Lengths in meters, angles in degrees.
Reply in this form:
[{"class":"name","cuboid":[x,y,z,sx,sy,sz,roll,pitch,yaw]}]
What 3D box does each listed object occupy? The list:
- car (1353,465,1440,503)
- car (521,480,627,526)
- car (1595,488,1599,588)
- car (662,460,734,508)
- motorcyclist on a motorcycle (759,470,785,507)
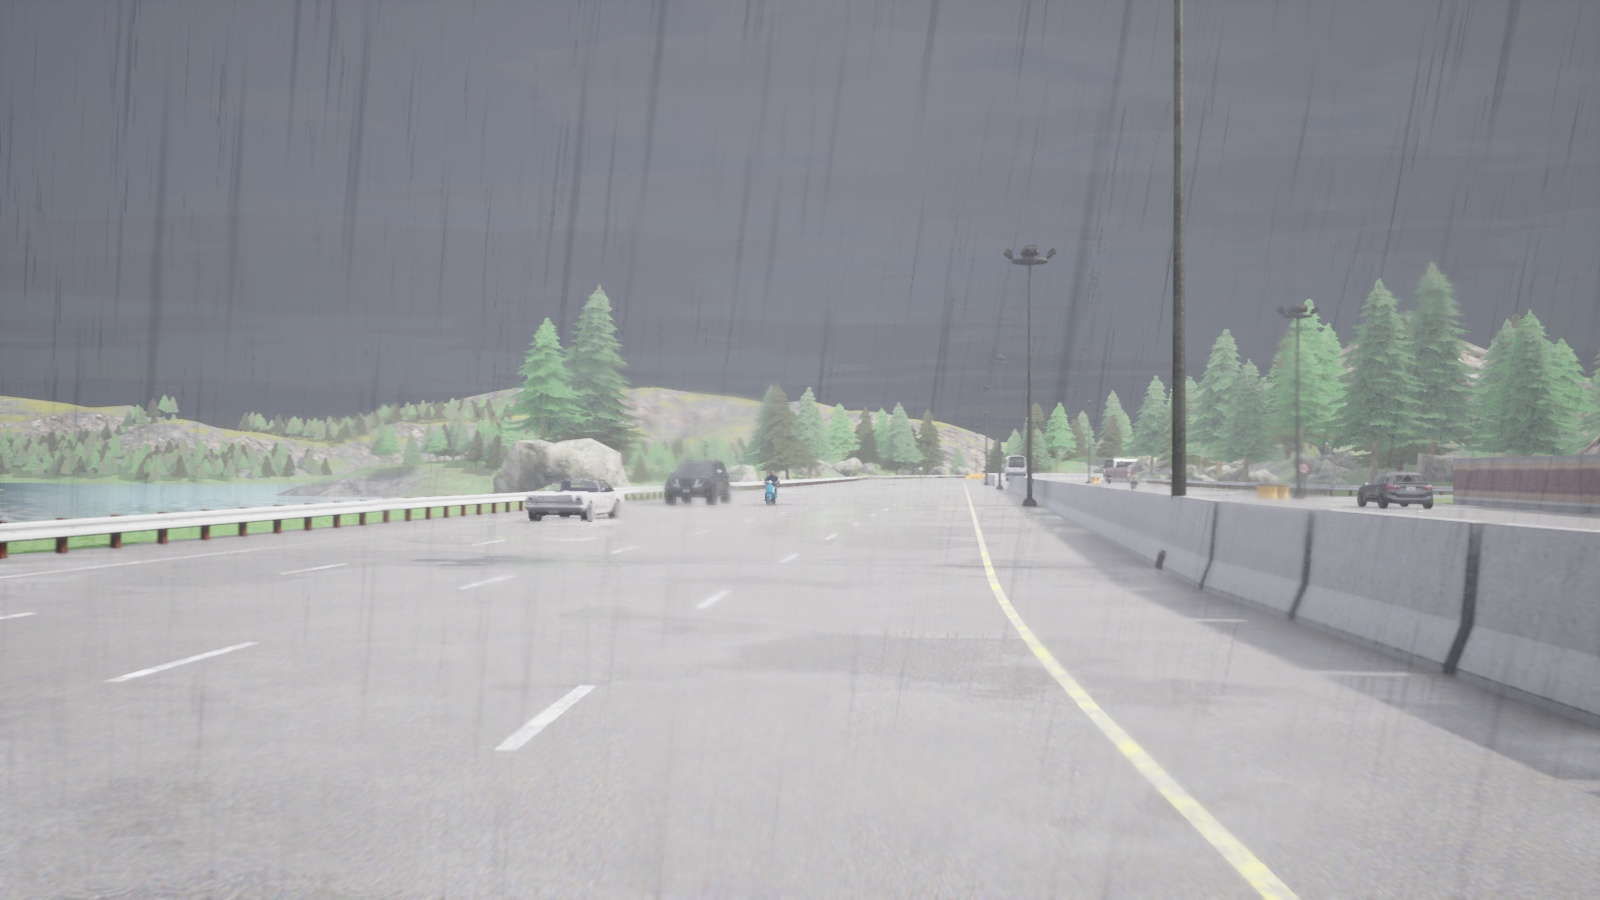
[{"class":"car","cuboid":[27.300,1.524,57.655,2.242,1.667,4.611,0,-1,7]},{"class":"car","cuboid":[-6.894,1.590,38.806,1.895,1.301,4.718,0,-1,7]},{"class":"car","cuboid":[11.149,1.109,14.036,1.895,1.301,4.718,0,-1,6]},{"class":"car","cuboid":[-4.555,1.504,56.946,2.150,2.045,5.566,0,-1,7]},{"class":"motorcyclist on a motorcycle","cuboid":[-1.237,1.698,55.307,0.866,1.590,1.817,0,-1,7]}]
